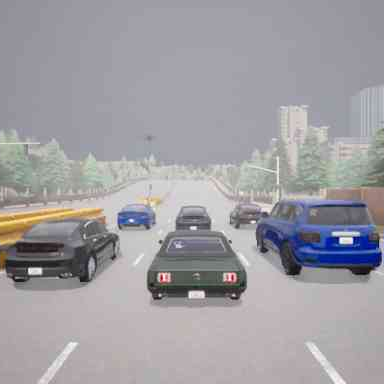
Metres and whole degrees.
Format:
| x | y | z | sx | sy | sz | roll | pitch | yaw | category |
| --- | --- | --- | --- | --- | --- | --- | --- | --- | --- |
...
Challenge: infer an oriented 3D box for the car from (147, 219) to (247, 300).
| x | y | z | sx | sy | sz | roll | pitch | yaw | category |
| --- | --- | --- | --- | --- | --- | --- | --- | --- | --- |
| 0.085 | 1.601 | 8.348 | 1.895 | 1.301 | 4.718 | 0 | 0 | 0 | car |

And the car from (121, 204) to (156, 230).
| x | y | z | sx | sy | sz | roll | pitch | yaw | category |
| --- | --- | --- | --- | --- | --- | --- | --- | --- | --- |
| -3.443 | 1.478 | 21.339 | 1.882 | 1.535 | 5.008 | 0 | 0 | 0 | car |

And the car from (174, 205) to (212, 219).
| x | y | z | sx | sy | sz | roll | pitch | yaw | category |
| --- | --- | --- | --- | --- | --- | --- | --- | --- | --- |
| 0.065 | 1.505 | 18.585 | 1.837 | 1.490 | 4.892 | 0 | 0 | 0 | car |

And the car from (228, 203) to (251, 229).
| x | y | z | sx | sy | sz | roll | pitch | yaw | category |
| --- | --- | --- | --- | --- | --- | --- | --- | --- | --- |
| 3.558 | 1.505 | 21.764 | 1.837 | 1.490 | 4.892 | 0 | 0 | 0 | car |

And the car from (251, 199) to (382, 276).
| x | y | z | sx | sy | sz | roll | pitch | yaw | category |
| --- | --- | --- | --- | --- | --- | --- | --- | --- | --- |
| 3.573 | 1.223 | 10.481 | 2.150 | 2.045 | 5.566 | 0 | 0 | -1 | car |

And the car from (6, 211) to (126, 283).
| x | y | z | sx | sy | sz | roll | pitch | yaw | category |
| --- | --- | --- | --- | --- | --- | --- | --- | --- | --- |
| -3.418 | 1.503 | 9.669 | 1.837 | 1.490 | 4.892 | 0 | -1 | 0 | car |
